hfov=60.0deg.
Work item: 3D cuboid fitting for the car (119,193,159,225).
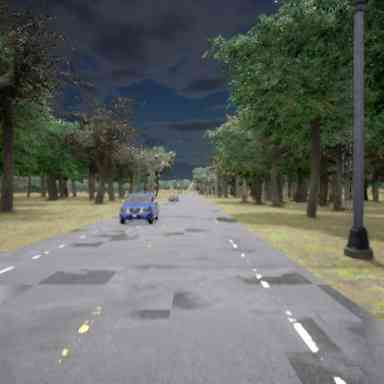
[{"bbox_3d":[-3.602,1.106,23.578,2.150,2.045,5.566,0,0,0],"label":"car"}]

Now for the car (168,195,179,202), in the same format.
[{"bbox_3d":[-3.527,1.267,64.586,1.994,1.385,4.181,0,0,0],"label":"car"}]
